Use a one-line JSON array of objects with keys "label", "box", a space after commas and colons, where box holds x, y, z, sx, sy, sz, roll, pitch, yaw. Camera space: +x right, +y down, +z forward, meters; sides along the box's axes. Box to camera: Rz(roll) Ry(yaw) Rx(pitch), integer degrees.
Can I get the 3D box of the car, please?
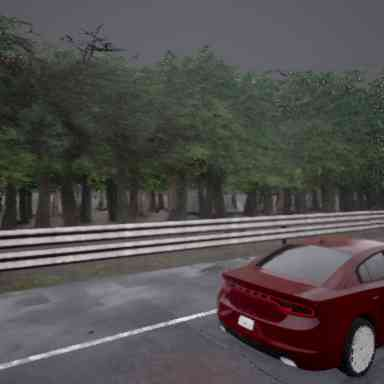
[{"label": "car", "box": [2.708, 1.502, 5.636, 5.008, 1.535, 1.882, 0, 0, -35]}]
